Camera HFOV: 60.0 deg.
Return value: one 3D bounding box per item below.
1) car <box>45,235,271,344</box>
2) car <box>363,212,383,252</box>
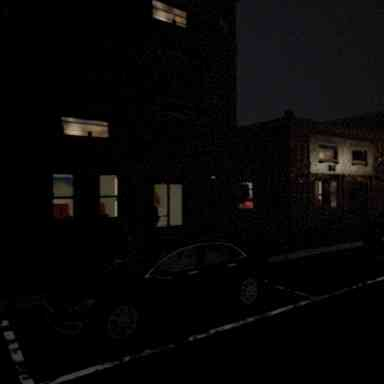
[{"bbox_3d":[-0.393,1.546,6.286,4.403,1.369,2.008,0,0,-36],"label":"car"},{"bbox_3d":[8.637,1.295,12.736,5.009,1.841,2.192,0,0,-36],"label":"car"}]
